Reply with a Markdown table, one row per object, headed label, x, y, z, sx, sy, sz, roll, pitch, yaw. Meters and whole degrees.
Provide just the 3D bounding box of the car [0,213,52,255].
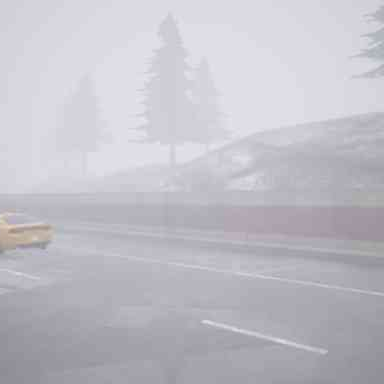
| label | x | y | z | sx | sy | sz | roll | pitch | yaw |
| --- | --- | --- | --- | --- | --- | --- | --- | --- | --- |
| car | -7.892 | 1.621 | 13.991 | 5.008 | 1.535 | 1.882 | -1 | 0 | 37 |
